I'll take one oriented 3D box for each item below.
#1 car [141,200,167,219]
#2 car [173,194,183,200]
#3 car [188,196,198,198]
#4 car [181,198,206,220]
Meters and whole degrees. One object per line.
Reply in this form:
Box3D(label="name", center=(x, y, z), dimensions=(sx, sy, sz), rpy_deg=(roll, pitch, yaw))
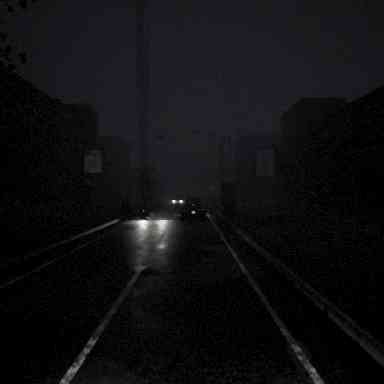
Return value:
Box3D(label="car", center=(-3.092, 1.426, 28.048), dimensions=(1.812, 1.442, 4.674), rpy_deg=(0, 1, 0))
Box3D(label="car", center=(-2.984, 1.037, 70.113), dimensions=(1.895, 1.301, 4.718), rpy_deg=(0, 1, 0))
Box3D(label="car", center=(0.110, 1.257, 42.997), dimensions=(1.837, 1.490, 4.892), rpy_deg=(0, 1, 0))
Box3D(label="car", center=(0.106, 1.473, 26.886), dimensions=(1.994, 1.385, 4.181), rpy_deg=(0, 0, 0))
